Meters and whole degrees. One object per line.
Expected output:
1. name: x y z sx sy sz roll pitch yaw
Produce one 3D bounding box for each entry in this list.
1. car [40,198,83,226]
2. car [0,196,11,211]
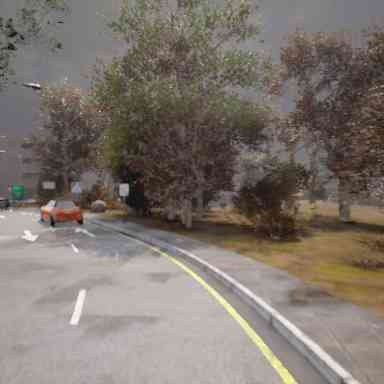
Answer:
1. car: -9.199 1.250 23.304 2.097 1.767 4.553 0 1 -34
2. car: -20.456 1.116 33.731 4.902 1.511 2.128 1 0 31
